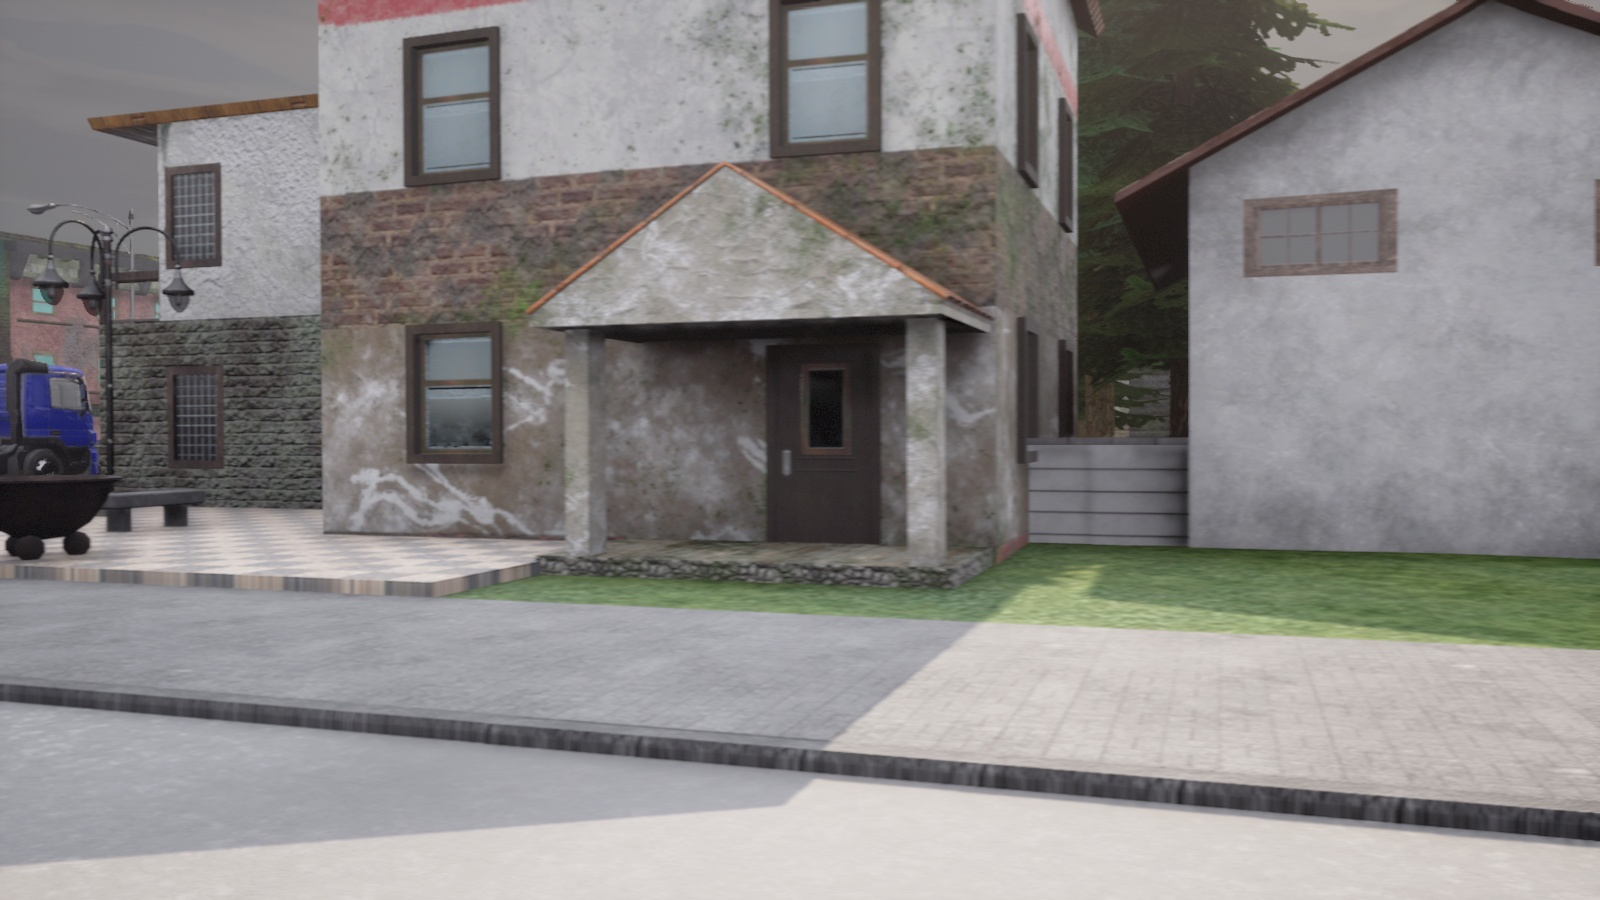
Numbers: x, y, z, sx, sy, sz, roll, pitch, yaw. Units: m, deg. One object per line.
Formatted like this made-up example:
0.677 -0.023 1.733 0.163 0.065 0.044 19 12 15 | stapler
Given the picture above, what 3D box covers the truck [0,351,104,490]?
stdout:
-21.543 -0.726 30.762 2.891 3.462 7.936 1 1 19 | truck
